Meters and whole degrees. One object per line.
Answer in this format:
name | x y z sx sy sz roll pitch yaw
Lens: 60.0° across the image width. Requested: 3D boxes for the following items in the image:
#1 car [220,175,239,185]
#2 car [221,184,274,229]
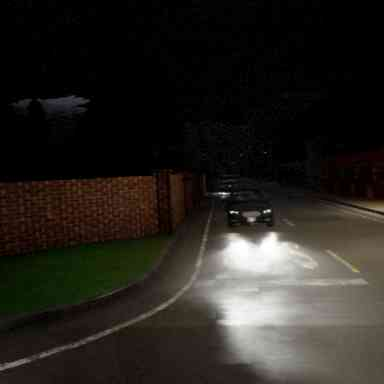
car | 4.832 -1.235 43.442 2.150 2.045 5.566 -3 3 5
car | 2.419 0.629 14.842 2.128 1.511 4.902 -3 3 5
